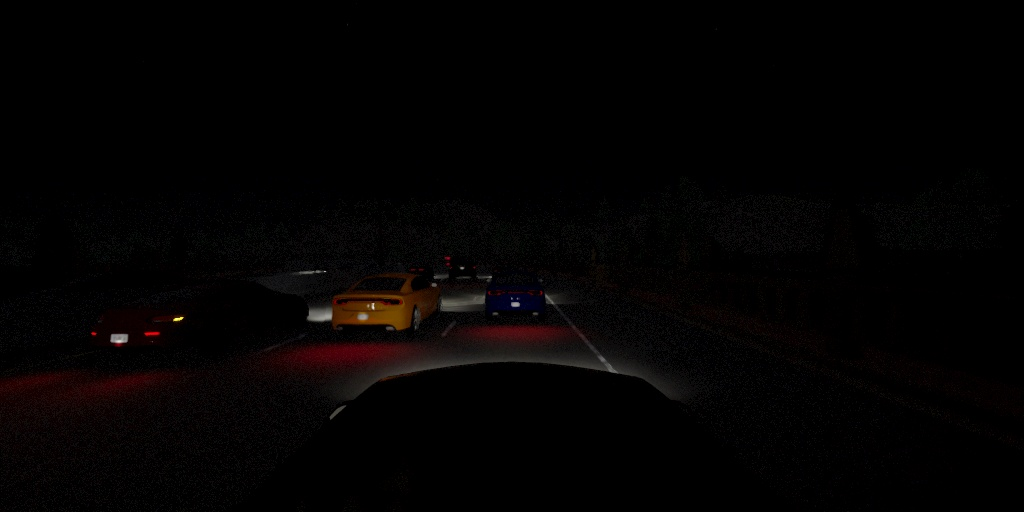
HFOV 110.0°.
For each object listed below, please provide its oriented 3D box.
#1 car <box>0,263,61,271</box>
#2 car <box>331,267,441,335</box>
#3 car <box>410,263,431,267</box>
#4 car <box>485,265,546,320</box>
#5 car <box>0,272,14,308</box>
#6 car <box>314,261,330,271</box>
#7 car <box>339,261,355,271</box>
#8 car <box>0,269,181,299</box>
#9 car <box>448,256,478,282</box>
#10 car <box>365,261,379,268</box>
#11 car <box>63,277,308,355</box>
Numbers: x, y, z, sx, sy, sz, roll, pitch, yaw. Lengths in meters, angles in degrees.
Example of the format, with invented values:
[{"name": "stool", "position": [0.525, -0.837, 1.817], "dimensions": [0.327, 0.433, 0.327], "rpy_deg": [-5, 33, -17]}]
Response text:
[{"name": "car", "position": [-17.627, 1.120, 11.867], "dimensions": [2.097, 1.767, 4.553], "rpy_deg": [0, 0, 0]}, {"name": "car", "position": [-3.398, 1.242, 10.651], "dimensions": [1.882, 1.535, 5.008], "rpy_deg": [0, 0, 0]}, {"name": "car", "position": [-7.687, 1.308, 30.340], "dimensions": [2.128, 1.511, 4.902], "rpy_deg": [0, 0, -6]}, {"name": "car", "position": [0.101, 1.247, 12.768], "dimensions": [1.882, 1.535, 5.008], "rpy_deg": [0, 0, 0]}, {"name": "car", "position": [-21.128, 1.333, 12.395], "dimensions": [1.994, 1.385, 4.181], "rpy_deg": [0, 0, 0]}, {"name": "car", "position": [-28.498, 1.455, 53.865], "dimensions": [2.128, 1.511, 4.902], "rpy_deg": [0, 0, -23]}, {"name": "car", "position": [-24.780, 1.516, 53.974], "dimensions": [1.994, 1.385, 4.181], "rpy_deg": [0, 0, -22]}, {"name": "car", "position": [-14.129, 1.274, 12.854], "dimensions": [1.837, 1.490, 4.892], "rpy_deg": [0, 0, 0]}, {"name": "car", "position": [-4.104, 1.035, 30.066], "dimensions": [2.150, 2.045, 5.566], "rpy_deg": [0, 0, -6]}, {"name": "car", "position": [-21.281, 1.472, 54.670], "dimensions": [1.812, 1.442, 4.674], "rpy_deg": [0, 0, -22]}, {"name": "car", "position": [-6.899, 1.286, 8.605], "dimensions": [1.812, 1.442, 4.674], "rpy_deg": [0, 0, 0]}]
